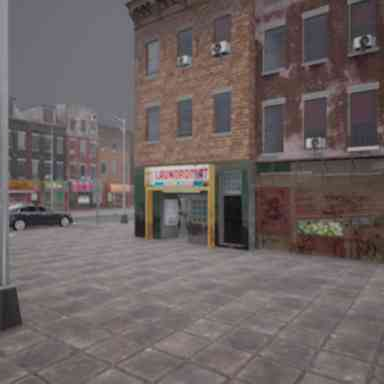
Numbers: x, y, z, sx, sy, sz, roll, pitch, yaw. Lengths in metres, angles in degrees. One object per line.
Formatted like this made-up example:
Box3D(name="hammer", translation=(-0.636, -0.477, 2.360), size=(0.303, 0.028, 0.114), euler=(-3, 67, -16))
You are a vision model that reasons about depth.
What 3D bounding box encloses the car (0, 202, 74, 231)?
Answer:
Box3D(name="car", translation=(-9.660, 1.493, 20.473), size=(1.837, 1.490, 4.892), euler=(0, 0, 35))
